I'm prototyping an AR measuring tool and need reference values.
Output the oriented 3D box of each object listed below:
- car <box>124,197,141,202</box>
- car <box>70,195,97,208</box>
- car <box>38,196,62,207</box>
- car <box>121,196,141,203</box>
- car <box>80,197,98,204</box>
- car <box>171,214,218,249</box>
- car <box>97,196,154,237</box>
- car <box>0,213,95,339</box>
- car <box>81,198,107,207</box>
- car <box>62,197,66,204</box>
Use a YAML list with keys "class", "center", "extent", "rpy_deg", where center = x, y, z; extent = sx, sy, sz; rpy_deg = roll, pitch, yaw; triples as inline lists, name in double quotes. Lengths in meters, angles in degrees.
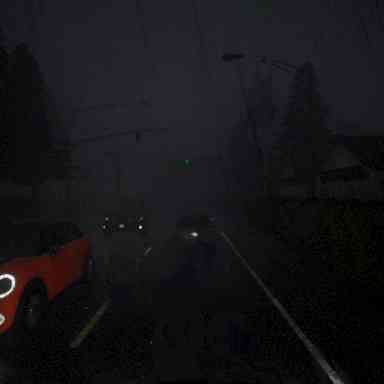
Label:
- class: "car"
  center: [-16.517, 2.037, 92.520]
  extent: [4.514, 1.523, 2.007]
  rpy_deg: [0, 0, -1]
- class: "car"
  center: [-16.779, 1.468, 51.802]
  extent: [3.866, 1.878, 1.905]
  rpy_deg: [0, 0, -1]
- class: "car"
  center: [-24.667, 1.512, 55.041]
  extent: [4.605, 1.855, 1.932]
  rpy_deg: [0, 0, -1]
- class: "car"
  center: [-16.446, 2.004, 89.384]
  extent: [5.027, 1.636, 2.152]
  rpy_deg: [0, 0, -1]
- class: "car"
  center: [-24.048, 1.904, 77.492]
  extent: [3.633, 1.501, 1.845]
  rpy_deg: [0, 0, -1]
- class: "car"
  center: [0.099, 1.680, 15.233]
  extent: [1.994, 1.385, 4.181]
  rpy_deg: [0, 0, 0]
- class: "car"
  center: [-3.507, 1.370, 19.318]
  extent: [2.150, 2.045, 5.566]
  rpy_deg: [0, -1, 0]
- class: "car"
  center: [-3.585, 1.404, 6.808]
  extent: [2.097, 1.767, 4.553]
  rpy_deg: [0, 0, 0]
- class: "car"
  center: [-16.188, 1.777, 55.128]
  extent: [3.806, 1.475, 1.970]
  rpy_deg: [0, 0, -1]
- class: "car"
  center: [-24.030, 1.807, 67.500]
  extent: [4.514, 1.523, 2.007]
  rpy_deg: [0, 0, -1]
